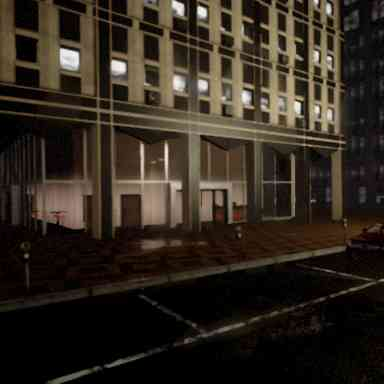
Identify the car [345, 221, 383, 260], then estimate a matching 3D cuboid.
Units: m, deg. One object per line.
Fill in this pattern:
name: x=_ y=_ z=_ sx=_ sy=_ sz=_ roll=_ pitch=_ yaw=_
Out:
car: x=7.080 y=1.639 z=11.583 sx=4.206 sy=1.307 sz=1.802 roll=0 pitch=-1 yaw=-35
